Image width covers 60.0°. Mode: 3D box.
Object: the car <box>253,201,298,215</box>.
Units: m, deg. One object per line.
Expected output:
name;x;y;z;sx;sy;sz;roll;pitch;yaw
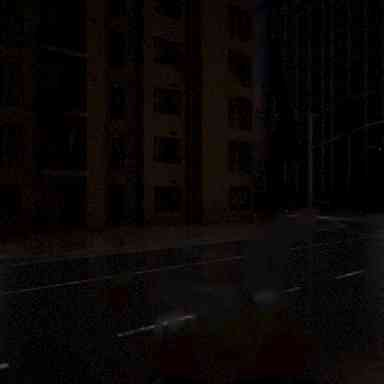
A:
car;7.922;1.599;33.635;1.895;1.301;4.718;0;0;-35

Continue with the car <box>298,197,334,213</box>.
car;13.640;1.349;37.885;2.097;1.767;4.553;0;0;-34
